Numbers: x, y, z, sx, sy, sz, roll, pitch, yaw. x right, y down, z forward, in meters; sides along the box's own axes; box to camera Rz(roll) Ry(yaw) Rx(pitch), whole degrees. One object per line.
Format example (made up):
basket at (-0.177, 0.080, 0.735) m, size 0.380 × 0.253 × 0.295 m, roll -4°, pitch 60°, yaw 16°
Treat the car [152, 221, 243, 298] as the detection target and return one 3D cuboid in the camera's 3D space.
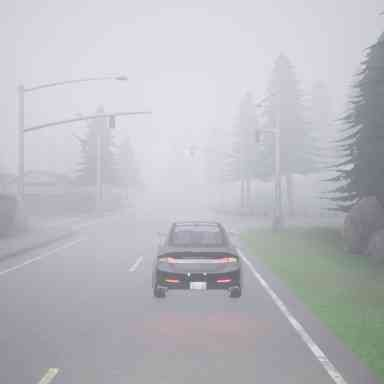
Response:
car at (0.118, 1.491, 8.487) m, size 2.128 × 1.511 × 4.902 m, roll 0°, pitch 0°, yaw 0°
